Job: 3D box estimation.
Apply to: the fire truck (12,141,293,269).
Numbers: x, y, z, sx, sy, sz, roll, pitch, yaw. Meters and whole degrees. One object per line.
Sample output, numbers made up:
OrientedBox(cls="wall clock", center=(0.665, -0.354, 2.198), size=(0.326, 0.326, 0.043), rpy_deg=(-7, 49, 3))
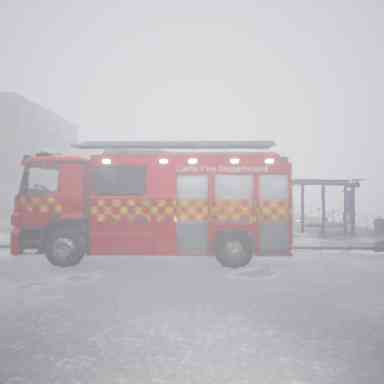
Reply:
OrientedBox(cls="fire truck", center=(-1.166, 0.341, 11.087), size=(8.468, 3.827, 2.891), rpy_deg=(0, 0, 1))
